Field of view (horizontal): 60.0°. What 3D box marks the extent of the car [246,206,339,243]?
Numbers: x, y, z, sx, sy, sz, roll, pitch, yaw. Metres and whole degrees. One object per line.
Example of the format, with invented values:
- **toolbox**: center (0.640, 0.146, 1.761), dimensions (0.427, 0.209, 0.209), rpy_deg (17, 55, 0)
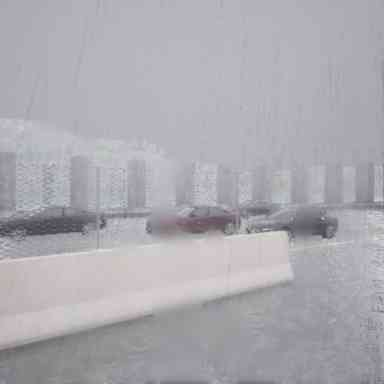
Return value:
- **car**: center (4.671, 1.432, 15.297), dimensions (4.892, 1.490, 1.837), rpy_deg (0, 0, -31)
